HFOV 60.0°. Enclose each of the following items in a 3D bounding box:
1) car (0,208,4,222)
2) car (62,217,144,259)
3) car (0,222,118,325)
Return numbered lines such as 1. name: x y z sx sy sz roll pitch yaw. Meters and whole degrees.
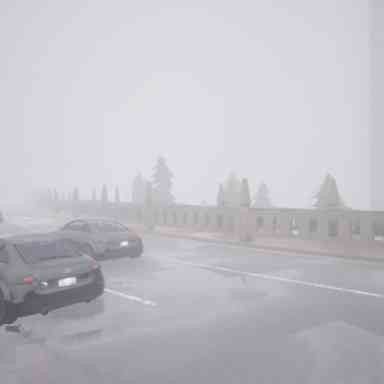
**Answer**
1. car: -15.506 1.619 25.274 2.033 1.411 5.357 0 0 -35
2. car: -3.615 1.598 11.832 4.181 1.385 1.994 0 0 42
3. car: -3.769 1.583 7.280 4.181 1.385 1.994 0 0 40
